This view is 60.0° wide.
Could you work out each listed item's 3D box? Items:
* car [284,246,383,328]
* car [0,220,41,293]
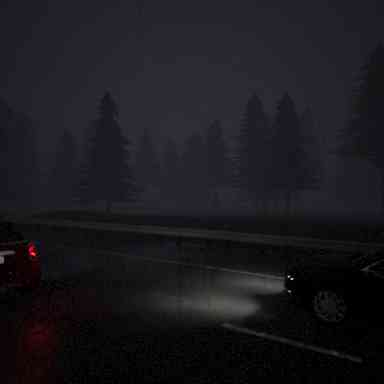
[{"bbox_3d":[3.981,1.496,5.352,4.892,1.490,1.837,0,0,35],"label":"car"},{"bbox_3d":[-5.540,1.343,7.554,4.553,1.767,2.097,0,0,33],"label":"car"}]
